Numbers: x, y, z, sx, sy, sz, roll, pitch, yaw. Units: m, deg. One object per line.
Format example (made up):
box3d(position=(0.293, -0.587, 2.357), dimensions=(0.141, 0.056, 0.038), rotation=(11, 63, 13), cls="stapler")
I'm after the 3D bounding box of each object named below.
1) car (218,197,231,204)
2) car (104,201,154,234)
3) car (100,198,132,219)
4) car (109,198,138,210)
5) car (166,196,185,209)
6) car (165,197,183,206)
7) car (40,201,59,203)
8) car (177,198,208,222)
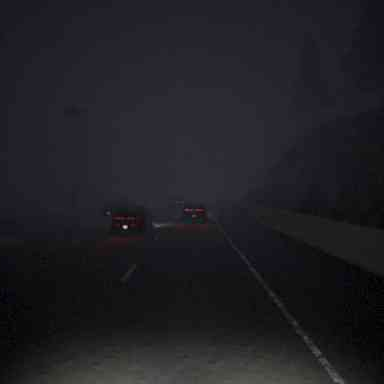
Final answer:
box3d(position=(6.326, 1.567, 65.132), dimensions=(1.994, 1.385, 4.181), rotation=(0, 0, 17), cls="car")
box3d(position=(-3.371, 1.507, 19.309), dimensions=(1.837, 1.490, 4.892), rotation=(0, 0, 1), cls="car")
box3d(position=(-6.645, 1.528, 29.247), dimensions=(1.812, 1.442, 4.674), rotation=(0, 0, 3), cls="car")
box3d(position=(-9.090, 1.551, 44.900), dimensions=(2.033, 1.411, 5.357), rotation=(0, 0, 10), cls="car")
box3d(position=(-1.623, 1.354, 44.672), dimensions=(2.097, 1.767, 4.553), rotation=(0, 0, 9), cls="car")
box3d(position=(-3.022, 1.529, 56.902), dimensions=(1.812, 1.442, 4.674), rotation=(0, 0, 14), cls="car")
box3d(position=(-19.202, 1.531, 45.627), dimensions=(1.812, 1.442, 4.674), rotation=(0, 0, 8), cls="car")
box3d(position=(0.240, 1.492, 26.098), dimensions=(2.128, 1.511, 4.902), rotation=(0, 0, 2), cls="car")
